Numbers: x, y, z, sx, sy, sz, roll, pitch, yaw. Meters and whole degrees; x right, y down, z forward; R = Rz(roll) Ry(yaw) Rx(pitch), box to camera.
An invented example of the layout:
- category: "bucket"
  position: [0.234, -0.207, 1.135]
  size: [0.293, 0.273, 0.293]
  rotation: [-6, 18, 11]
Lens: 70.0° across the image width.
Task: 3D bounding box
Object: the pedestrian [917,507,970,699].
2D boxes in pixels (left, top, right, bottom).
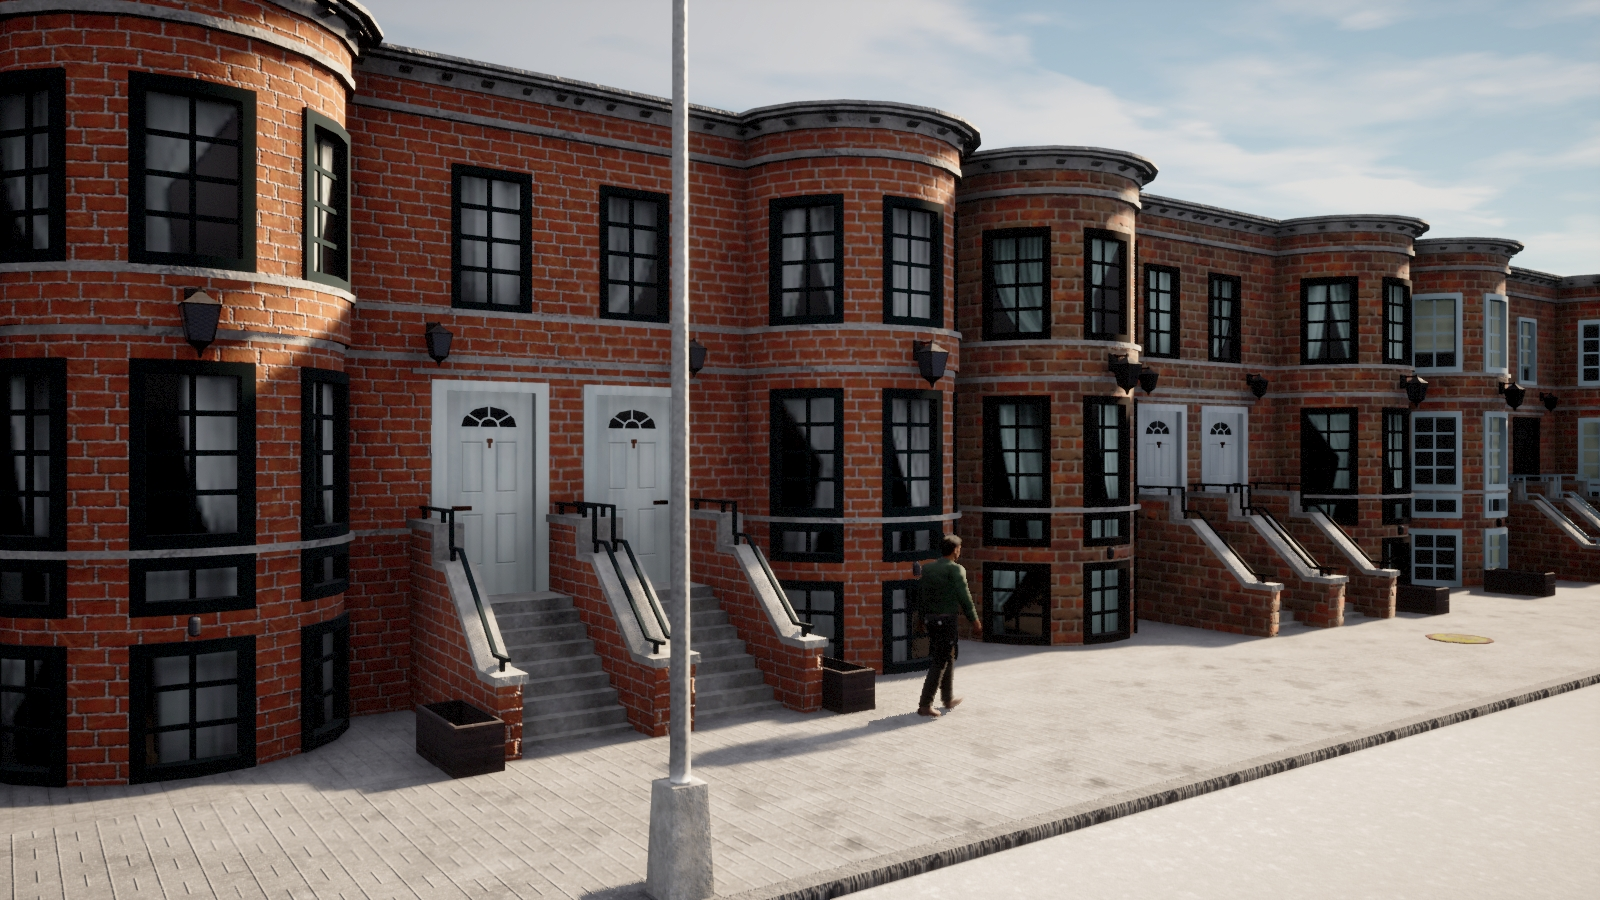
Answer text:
- category: "pedestrian"
  position: [1.449, 1.521, 11.528]
  size: [0.375, 1.860, 0.375]
  rotation: [0, 0, -37]
